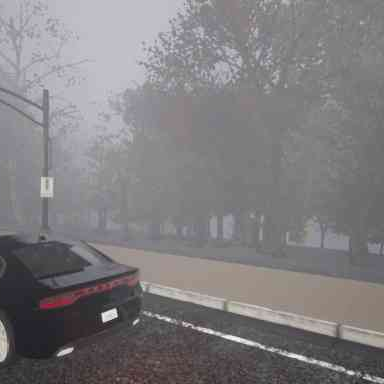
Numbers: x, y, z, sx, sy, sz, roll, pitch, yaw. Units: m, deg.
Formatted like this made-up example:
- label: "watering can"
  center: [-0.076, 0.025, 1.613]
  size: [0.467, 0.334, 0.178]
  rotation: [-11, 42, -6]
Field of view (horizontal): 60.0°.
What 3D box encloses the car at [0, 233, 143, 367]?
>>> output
- label: "car"
  center: [-3.076, 1.477, 5.871]
  size: [5.008, 1.535, 1.882]
  rotation: [0, 0, 37]
